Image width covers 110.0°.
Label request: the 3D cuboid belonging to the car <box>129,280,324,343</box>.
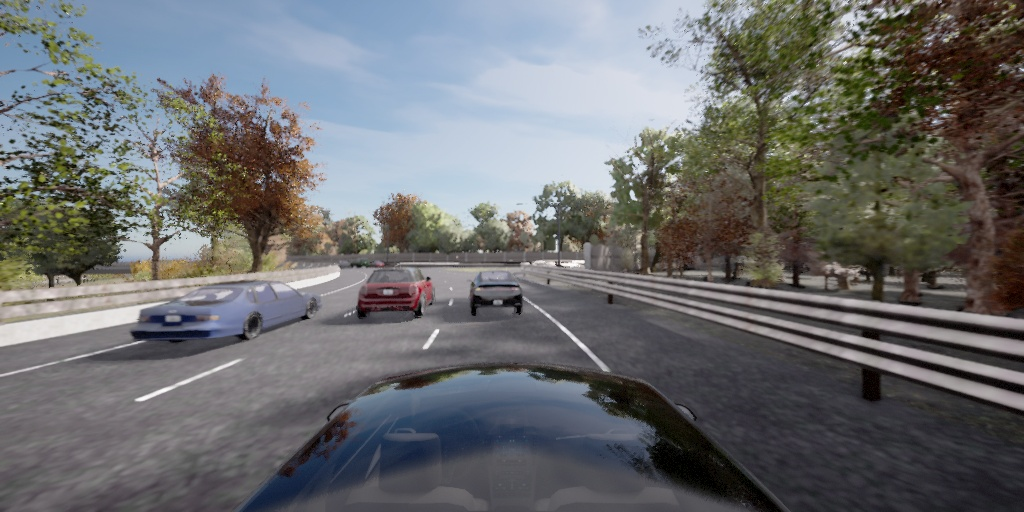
[{"bbox_3d":[-7.337,1.383,10.067,2.033,1.411,5.357,0,0,-4],"label":"car"}]

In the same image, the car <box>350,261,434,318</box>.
[{"bbox_3d":[-4.201,1.188,13.613,2.097,1.767,4.553,0,0,-6],"label":"car"}]

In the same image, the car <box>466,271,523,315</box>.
[{"bbox_3d":[-0.724,1.312,14.079,2.128,1.511,4.902,0,0,-6],"label":"car"}]
